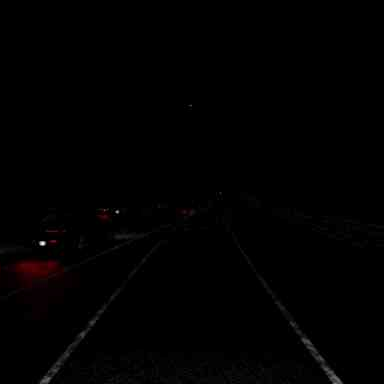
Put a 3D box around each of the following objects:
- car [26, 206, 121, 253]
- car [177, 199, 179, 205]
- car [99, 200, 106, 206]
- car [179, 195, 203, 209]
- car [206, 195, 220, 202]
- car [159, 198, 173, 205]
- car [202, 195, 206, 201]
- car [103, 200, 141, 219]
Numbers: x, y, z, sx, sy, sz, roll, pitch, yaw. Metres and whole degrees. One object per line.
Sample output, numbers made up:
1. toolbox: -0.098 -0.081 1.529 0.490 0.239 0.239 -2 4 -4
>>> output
1. car: -4.862 1.546 13.991 1.837 1.490 4.892 0 0 8
2. car: -1.590 1.729 61.975 2.033 1.411 5.357 0 0 8
3. car: -8.705 1.613 36.738 1.837 1.490 4.892 0 0 8
4. car: -0.087 1.636 47.641 2.128 1.511 4.902 0 0 8
5. car: 5.534 1.737 87.268 1.882 1.535 5.008 0 0 8
6. car: -4.913 1.783 63.475 1.895 1.301 4.718 0 0 8
7. car: 2.064 1.734 87.724 1.882 1.535 5.008 0 0 8
8. car: -6.083 1.654 30.302 1.994 1.385 4.181 0 0 8
